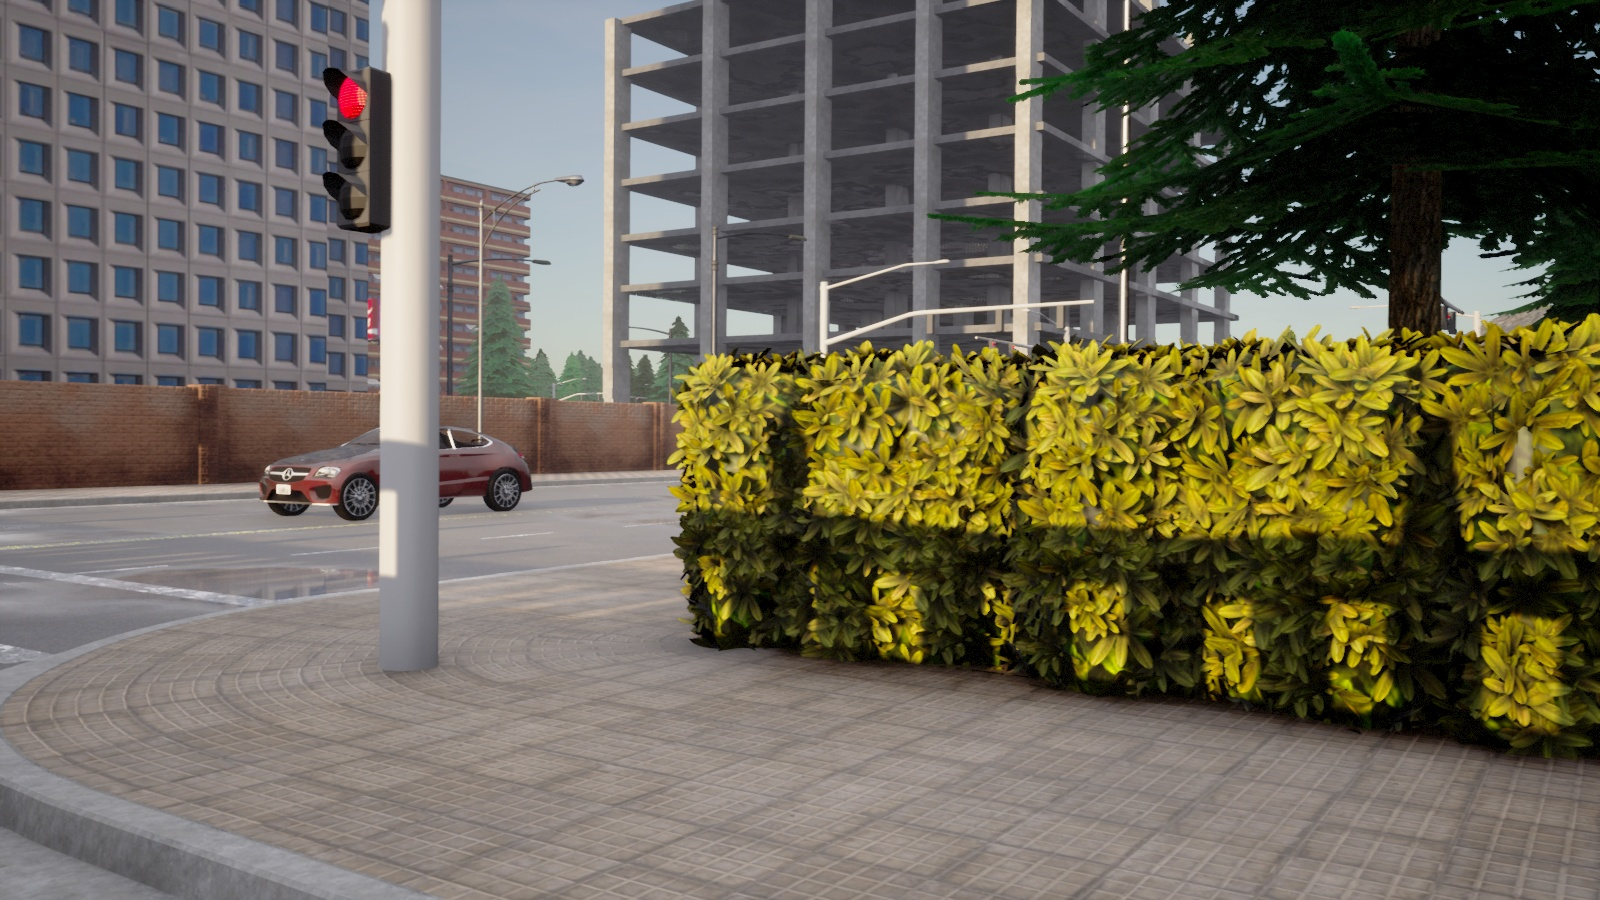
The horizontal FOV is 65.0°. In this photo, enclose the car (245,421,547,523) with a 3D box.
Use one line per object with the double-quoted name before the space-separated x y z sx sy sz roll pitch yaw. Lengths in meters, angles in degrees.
"car" -7.236 0.322 23.061 2.152 1.651 5.027 0 1 33
